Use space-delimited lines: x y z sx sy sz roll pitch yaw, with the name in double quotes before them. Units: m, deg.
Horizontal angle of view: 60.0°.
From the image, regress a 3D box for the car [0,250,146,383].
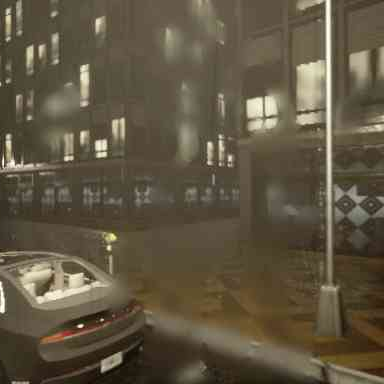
"car" -2.612 1.518 4.747 4.403 1.369 2.008 0 0 35
